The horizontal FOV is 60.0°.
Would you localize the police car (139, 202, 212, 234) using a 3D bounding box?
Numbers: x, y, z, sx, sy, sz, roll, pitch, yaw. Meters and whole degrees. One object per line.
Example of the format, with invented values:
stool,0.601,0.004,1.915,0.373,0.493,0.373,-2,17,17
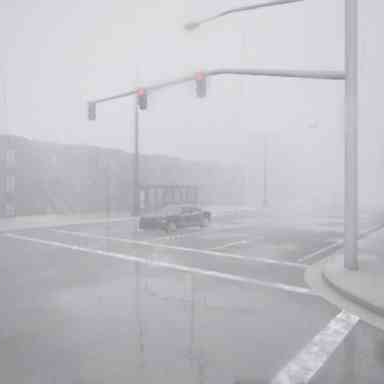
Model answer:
police car,-0.872,1.411,19.436,1.930,1.638,5.238,0,0,38
